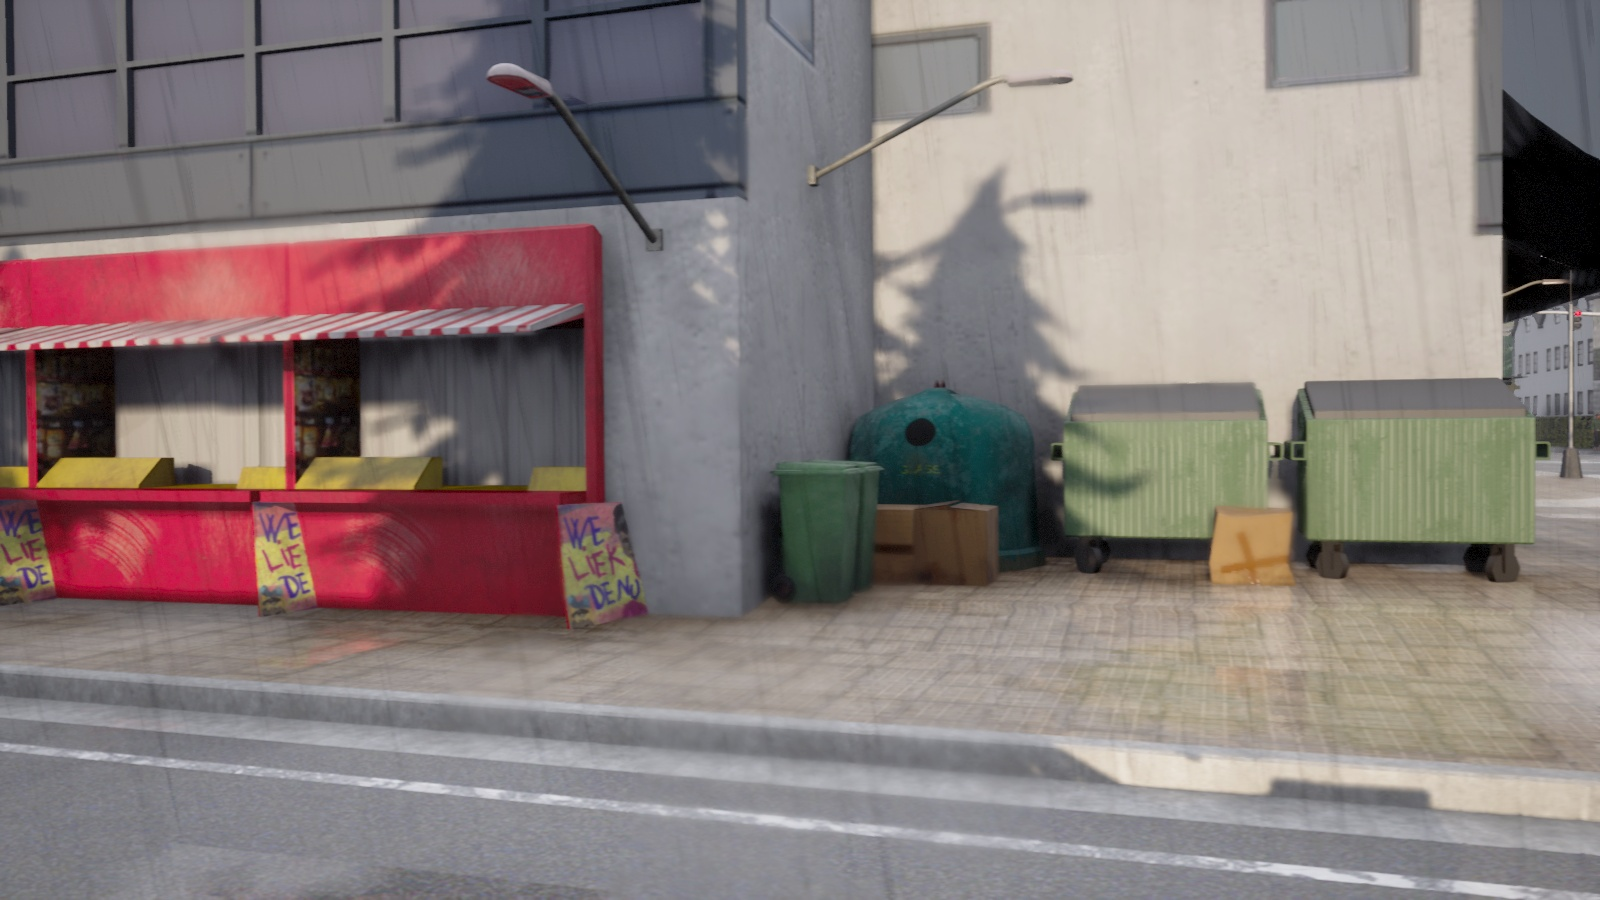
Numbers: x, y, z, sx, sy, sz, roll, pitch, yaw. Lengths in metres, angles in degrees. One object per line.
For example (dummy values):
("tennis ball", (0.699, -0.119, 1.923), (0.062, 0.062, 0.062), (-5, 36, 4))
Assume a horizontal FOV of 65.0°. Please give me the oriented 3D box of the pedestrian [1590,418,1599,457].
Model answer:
("pedestrian", (40.466, -0.649, 63.734), (0.423, 1.949, 0.788), (0, 1, 16))
